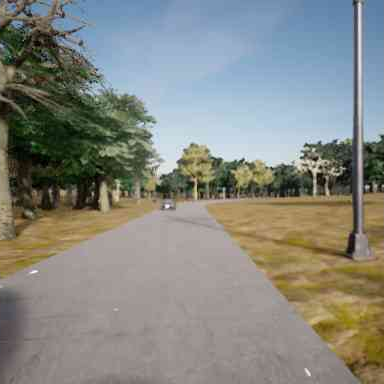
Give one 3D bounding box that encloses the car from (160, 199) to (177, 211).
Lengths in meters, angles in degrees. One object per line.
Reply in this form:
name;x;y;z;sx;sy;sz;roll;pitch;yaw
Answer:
car;-3.062;1.673;44.089;2.128;1.511;4.902;0;0;0
